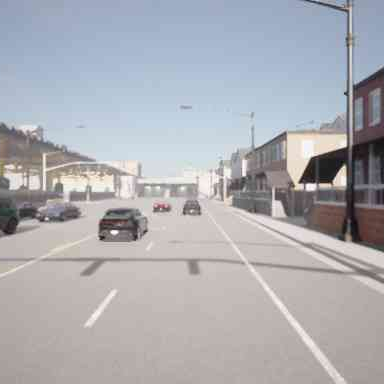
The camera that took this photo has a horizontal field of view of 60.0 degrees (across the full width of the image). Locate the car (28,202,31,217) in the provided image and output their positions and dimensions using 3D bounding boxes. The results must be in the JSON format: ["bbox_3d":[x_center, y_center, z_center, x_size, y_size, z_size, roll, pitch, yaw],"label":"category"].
[{"bbox_3d":[-14.004,1.518,26.618,2.128,1.511,4.902,0,0,0],"label":"car"}]

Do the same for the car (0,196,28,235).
[{"bbox_3d":[-10.533,1.238,16.055,2.150,2.045,5.566,0,0,0],"label":"car"}]

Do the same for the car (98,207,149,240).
[{"bbox_3d":[-3.402,1.522,17.049,1.837,1.490,4.892,0,0,0],"label":"car"}]

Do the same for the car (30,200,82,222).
[{"bbox_3d":[-10.504,1.574,26.746,2.033,1.411,5.357,0,0,0],"label":"car"}]

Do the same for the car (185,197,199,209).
[{"bbox_3d":[0.020,1.525,47.170,1.882,1.535,5.008,0,0,0],"label":"car"}]

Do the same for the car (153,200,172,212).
[{"bbox_3d":[-3.452,1.641,39.617,1.895,1.301,4.718,0,0,1],"label":"car"}]

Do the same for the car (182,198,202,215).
[{"bbox_3d":[-0.002,1.541,33.867,1.837,1.490,4.892,0,0,0],"label":"car"}]
